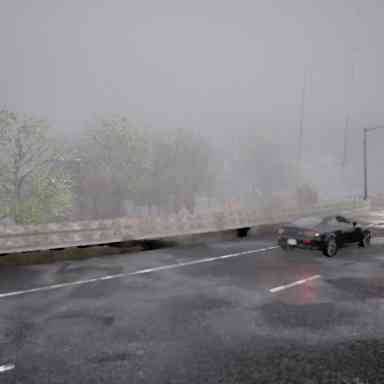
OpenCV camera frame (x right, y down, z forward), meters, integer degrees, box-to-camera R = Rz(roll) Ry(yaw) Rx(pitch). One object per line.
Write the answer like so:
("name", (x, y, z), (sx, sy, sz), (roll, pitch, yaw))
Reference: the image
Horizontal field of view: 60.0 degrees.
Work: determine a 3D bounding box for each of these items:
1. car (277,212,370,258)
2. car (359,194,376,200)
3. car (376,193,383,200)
("car", (5.087, 1.498, 12.719), (4.674, 1.442, 1.812), (0, 0, -42))
("car", (38.901, 1.136, 74.839), (1.837, 1.490, 4.892), (0, 0, 7))
("car", (42.353, 0.969, 74.260), (2.097, 1.767, 4.553), (0, 0, 7))
